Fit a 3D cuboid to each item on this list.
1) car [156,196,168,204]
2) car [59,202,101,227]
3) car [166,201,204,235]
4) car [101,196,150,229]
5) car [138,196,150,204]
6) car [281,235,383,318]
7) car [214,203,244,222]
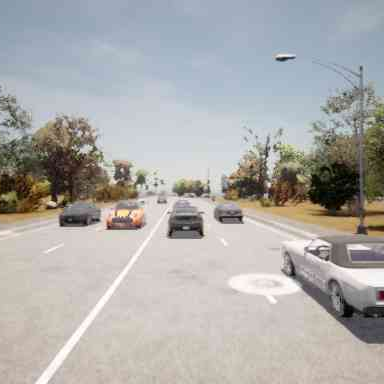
[{"bbox_3d":[-5.652,1.512,63.151,2.128,1.511,4.902,0,0,-2],"label":"car"},{"bbox_3d":[-7.726,1.490,23.367,1.882,1.535,5.008,0,0,-2],"label":"car"},{"bbox_3d":[-0.363,1.509,18.699,1.837,1.490,4.892,0,0,-2],"label":"car"},{"bbox_3d":[-4.158,1.360,21.592,2.097,1.767,4.553,0,0,-2],"label":"car"},{"bbox_3d":[-9.163,1.544,63.437,1.812,1.442,4.674,0,0,-2],"label":"car"},{"bbox_3d":[3.477,1.598,7.363,1.895,1.301,4.718,0,0,-1],"label":"car"},{"bbox_3d":[2.853,1.549,26.717,2.033,1.411,5.357,0,0,-2],"label":"car"}]
